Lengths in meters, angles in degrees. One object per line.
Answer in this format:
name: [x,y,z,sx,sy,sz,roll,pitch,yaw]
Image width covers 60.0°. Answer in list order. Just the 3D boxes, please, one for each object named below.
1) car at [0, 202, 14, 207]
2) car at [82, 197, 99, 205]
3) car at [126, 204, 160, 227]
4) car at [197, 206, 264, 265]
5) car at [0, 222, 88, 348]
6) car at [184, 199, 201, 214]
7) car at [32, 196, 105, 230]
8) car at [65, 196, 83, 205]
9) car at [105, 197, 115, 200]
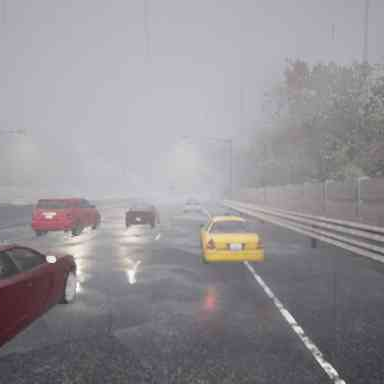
car: [-17.582,1.646,29.797,1.837,1.490,4.892,0,0,0]
car: [-20.960,1.839,69.013,1.882,1.535,5.008,0,0,0]
car: [-3.385,1.588,23.484,1.882,1.535,5.008,0,0,0]
car: [1.232,1.510,11.882,1.801,1.575,5.366,0,0,0]
car: [-3.397,1.500,5.168,1.882,1.535,5.008,0,0,0]
car: [0.086,1.784,38.247,1.895,1.301,4.718,0,0,0]
car: [-6.893,1.309,18.750,2.150,2.045,5.566,0,0,0]
car: [-24.460,1.717,69.046,2.097,1.767,4.553,0,0,0]
car: [-17.459,1.898,70.677,2.128,1.511,4.902,0,0,0]
